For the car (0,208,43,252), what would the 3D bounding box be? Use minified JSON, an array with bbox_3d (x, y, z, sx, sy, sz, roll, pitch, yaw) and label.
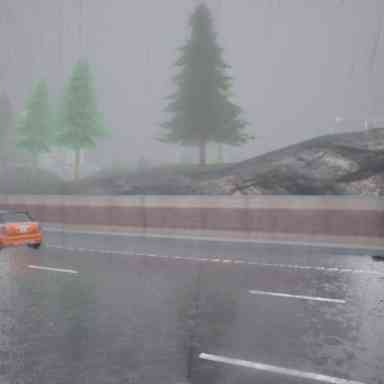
[{"bbox_3d":[-8.702,1.563,14.377,4.553,1.767,2.097,0,-1,26],"label":"car"}]
